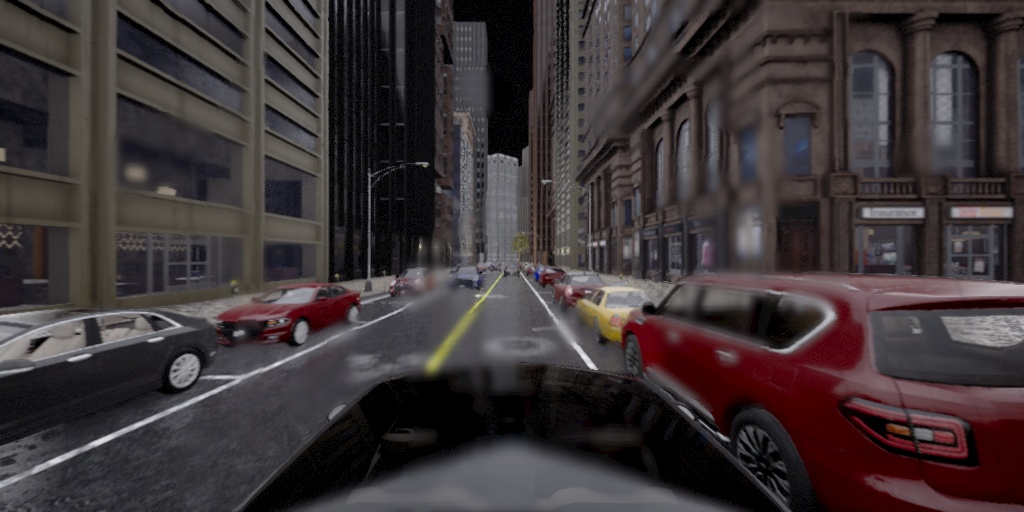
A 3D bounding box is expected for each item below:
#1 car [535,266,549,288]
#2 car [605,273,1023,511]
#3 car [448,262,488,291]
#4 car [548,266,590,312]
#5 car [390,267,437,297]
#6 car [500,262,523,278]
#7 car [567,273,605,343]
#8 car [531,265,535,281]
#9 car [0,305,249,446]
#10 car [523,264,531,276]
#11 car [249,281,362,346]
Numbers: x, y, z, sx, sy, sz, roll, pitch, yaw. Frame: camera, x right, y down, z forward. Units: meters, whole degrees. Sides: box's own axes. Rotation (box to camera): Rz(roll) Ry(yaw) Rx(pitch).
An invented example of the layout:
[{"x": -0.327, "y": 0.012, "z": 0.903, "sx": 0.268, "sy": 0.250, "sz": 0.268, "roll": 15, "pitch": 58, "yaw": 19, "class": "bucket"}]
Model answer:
[{"x": 3.135, "y": 1.608, "z": 27.897, "sx": 1.882, "sy": 1.535, "sz": 5.008, "roll": 0, "pitch": -1, "yaw": 0, "class": "car"}, {"x": 2.857, "y": 1.100, "z": 4.101, "sx": 2.192, "sy": 1.841, "sz": 5.009, "roll": 0, "pitch": 0, "yaw": 0, "class": "car"}, {"x": -3.103, "y": 1.443, "z": 25.161, "sx": 2.097, "sy": 1.767, "sz": 4.553, "roll": 0, "pitch": -1, "yaw": 0, "class": "car"}, {"x": 2.855, "y": 1.389, "z": 15.349, "sx": 1.967, "sy": 1.591, "sz": 4.097, "roll": 0, "pitch": 0, "yaw": 0, "class": "car"}, {"x": -5.672, "y": 1.470, "z": 20.963, "sx": 1.967, "sy": 1.591, "sz": 4.097, "roll": 0, "pitch": 0, "yaw": 0, "class": "car"}, {"x": 0.006, "y": 1.865, "z": 44.477, "sx": 2.128, "sy": 1.511, "sz": 4.902, "roll": 0, "pitch": -1, "yaw": 0, "class": "car"}, {"x": 2.856, "y": 1.392, "z": 9.895, "sx": 1.751, "sy": 1.417, "sz": 4.829, "roll": 0, "pitch": 0, "yaw": 0, "class": "car"}, {"x": 3.134, "y": 1.709, "z": 34.896, "sx": 1.882, "sy": 1.535, "sz": 5.008, "roll": 0, "pitch": -1, "yaw": 0, "class": "car"}, {"x": -5.669, "y": 1.335, "z": 4.091, "sx": 2.007, "sy": 1.370, "sz": 4.403, "roll": 0, "pitch": 0, "yaw": 0, "class": "car"}, {"x": 2.849, "y": 2.016, "z": 49.092, "sx": 1.802, "sy": 1.307, "sz": 4.207, "roll": 0, "pitch": 0, "yaw": 0, "class": "car"}, {"x": -5.670, "y": 1.412, "z": 9.716, "sx": 1.888, "sy": 1.381, "sz": 4.507, "roll": 0, "pitch": 0, "yaw": 0, "class": "car"}]
